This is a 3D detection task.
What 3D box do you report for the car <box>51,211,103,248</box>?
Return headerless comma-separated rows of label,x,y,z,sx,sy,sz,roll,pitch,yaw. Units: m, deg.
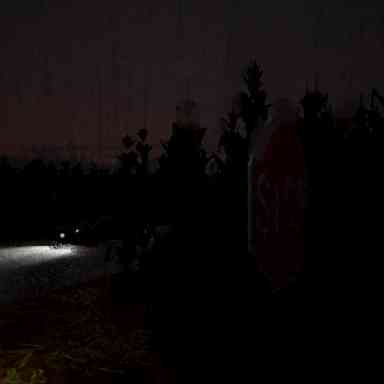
car,-4.117,1.577,15.055,1.994,1.385,4.181,0,0,34
